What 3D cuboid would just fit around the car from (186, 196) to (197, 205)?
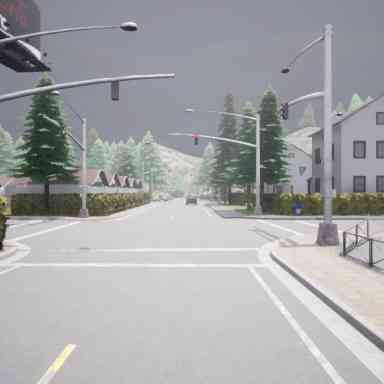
[{"bbox_3d":[-0.089,1.505,59.293,1.837,1.490,4.892,0,0,0],"label":"car"}]
